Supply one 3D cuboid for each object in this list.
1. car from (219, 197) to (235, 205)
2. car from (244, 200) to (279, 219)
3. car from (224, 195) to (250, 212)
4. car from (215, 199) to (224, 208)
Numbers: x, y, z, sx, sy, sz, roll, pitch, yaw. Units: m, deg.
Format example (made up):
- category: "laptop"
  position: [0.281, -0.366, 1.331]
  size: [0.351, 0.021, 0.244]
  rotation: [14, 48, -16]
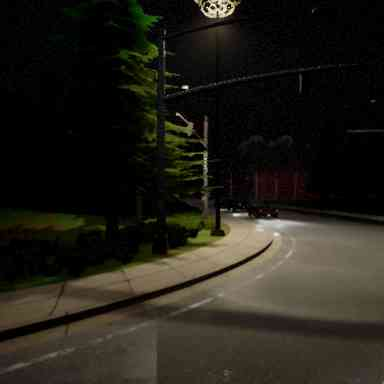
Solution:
- category: "car"
  position: [6.955, 1.744, 67.087]
  size: [2.128, 1.511, 4.902]
  rotation: [0, 0, -6]
- category: "car"
  position: [6.548, 1.714, 31.108]
  size: [1.895, 1.301, 4.718]
  rotation: [0, 0, -4]
- category: "car"
  position: [5.811, 1.374, 41.134]
  size: [2.150, 2.045, 5.566]
  rotation: [0, 0, -5]
- category: "car"
  position: [4.923, 1.546, 51.393]
  size: [2.097, 1.767, 4.553]
  rotation: [0, 0, -5]
